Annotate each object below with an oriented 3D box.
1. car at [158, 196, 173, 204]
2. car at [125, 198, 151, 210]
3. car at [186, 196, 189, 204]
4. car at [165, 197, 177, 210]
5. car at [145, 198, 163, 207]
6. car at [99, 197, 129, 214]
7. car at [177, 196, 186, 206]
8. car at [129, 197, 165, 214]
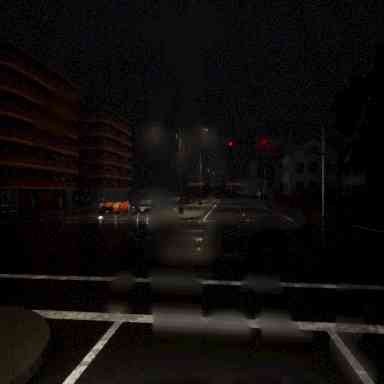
[{"bbox_3d":[-5.062,1.564,63.874,1.994,1.385,4.181,0,0,6],"label":"car"},{"bbox_3d":[-7.120,1.545,44.369,2.033,1.411,5.357,0,0,6],"label":"car"},{"bbox_3d":[-1.631,1.505,63.037,1.837,1.490,4.892,0,0,7],"label":"car"},{"bbox_3d":[-3.634,1.601,44.090,1.895,1.301,4.718,0,0,6],"label":"car"},{"bbox_3d":[-6.124,1.601,53.900,1.895,1.301,4.718,0,0,6],"label":"car"},{"bbox_3d":[-8.105,1.352,34.951,2.097,1.767,4.553,0,0,6],"label":"car"},{"bbox_3d":[-2.684,1.491,53.135,2.128,1.511,4.902,0,0,6],"label":"car"},{"bbox_3d":[-4.590,1.491,34.880,2.128,1.511,4.902,0,0,6],"label":"car"}]
